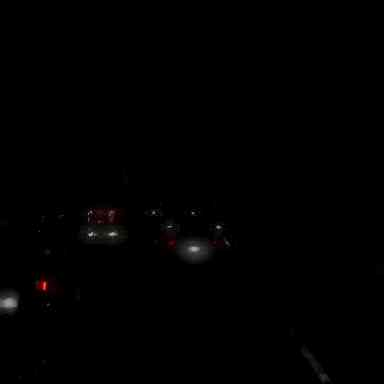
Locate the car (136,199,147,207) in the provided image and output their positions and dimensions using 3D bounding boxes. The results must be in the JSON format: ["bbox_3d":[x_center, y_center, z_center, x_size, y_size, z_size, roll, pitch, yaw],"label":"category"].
[{"bbox_3d":[-9.783,2.145,65.770,2.128,1.511,4.902,0,-1,0],"label":"car"}]

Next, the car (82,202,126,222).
[{"bbox_3d":[-6.608,1.565,25.964,2.097,1.767,4.553,0,-1,0],"label":"car"}]

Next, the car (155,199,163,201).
[{"bbox_3d":[-6.532,2.147,66.187,1.837,1.490,4.892,0,-1,0],"label":"car"}]

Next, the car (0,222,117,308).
[{"bbox_3d":[-3.169,1.661,7.992,1.895,1.301,4.718,0,0,0],"label":"car"}]

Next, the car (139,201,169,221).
[{"bbox_3d":[-3.161,1.799,30.119,2.033,1.411,5.357,0,-1,0],"label":"car"}]

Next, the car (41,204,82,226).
[{"bbox_3d":[-9.858,1.688,25.691,1.882,1.535,5.008,0,-1,0],"label":"car"}]

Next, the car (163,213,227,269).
[{"bbox_3d":[0.087,1.651,11.527,1.994,1.385,4.181,0,0,0],"label":"car"}]

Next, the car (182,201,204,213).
[{"bbox_3d":[0.089,1.796,29.780,2.033,1.411,5.357,0,-1,0],"label":"car"}]
